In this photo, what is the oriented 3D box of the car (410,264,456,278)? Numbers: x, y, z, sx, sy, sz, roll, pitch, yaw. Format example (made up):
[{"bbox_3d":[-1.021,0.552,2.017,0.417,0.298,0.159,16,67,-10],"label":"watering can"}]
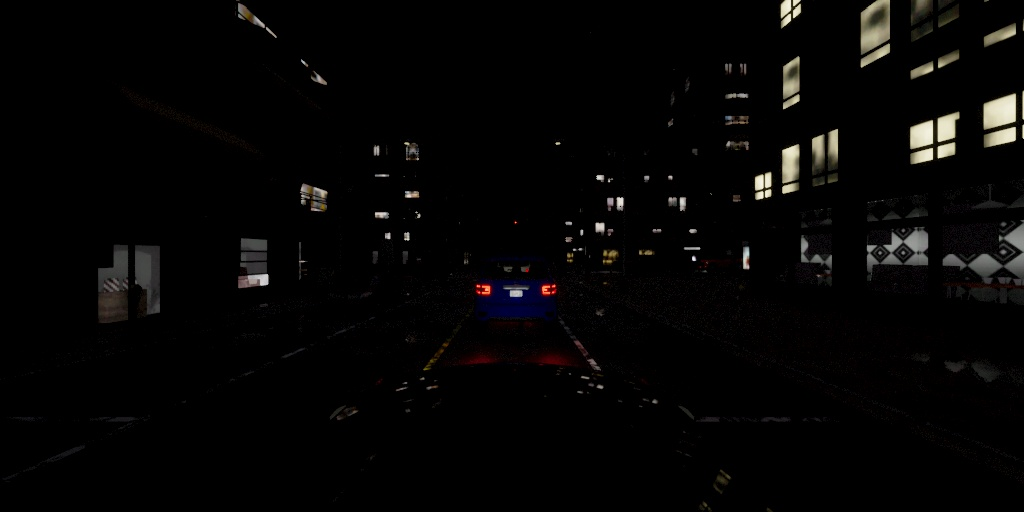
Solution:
[{"bbox_3d":[-7.941,1.480,35.501,4.718,1.301,1.895,-1,0,20],"label":"car"}]

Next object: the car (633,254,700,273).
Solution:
[{"bbox_3d":[14.725,0.778,34.439,5.009,1.841,2.192,0,0,0],"label":"car"}]

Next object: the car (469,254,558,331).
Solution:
[{"bbox_3d":[0.103,0.971,11.062,2.150,2.045,5.566,0,0,0],"label":"car"}]

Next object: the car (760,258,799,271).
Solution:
[{"bbox_3d":[25.819,0.822,34.531,4.313,1.339,1.948,0,0,0],"label":"car"}]

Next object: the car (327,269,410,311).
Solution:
[{"bbox_3d":[-5.734,1.332,14.468,1.802,1.307,4.207,0,0,0],"label":"car"}]

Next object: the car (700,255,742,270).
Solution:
[{"bbox_3d":[23.400,0.642,40.301,4.553,1.767,2.097,-1,0,-1],"label":"car"}]

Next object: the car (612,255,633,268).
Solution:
[{"bbox_3d":[14.594,0.764,42.819,5.009,1.841,2.192,0,0,0],"label":"car"}]

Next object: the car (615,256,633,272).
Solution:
[{"bbox_3d":[14.435,0.983,40.208,4.674,1.442,1.812,-1,0,-1],"label":"car"}]

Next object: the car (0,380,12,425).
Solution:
[{"bbox_3d":[-5.689,1.300,1.551,2.007,1.370,4.403,0,0,0],"label":"car"}]
